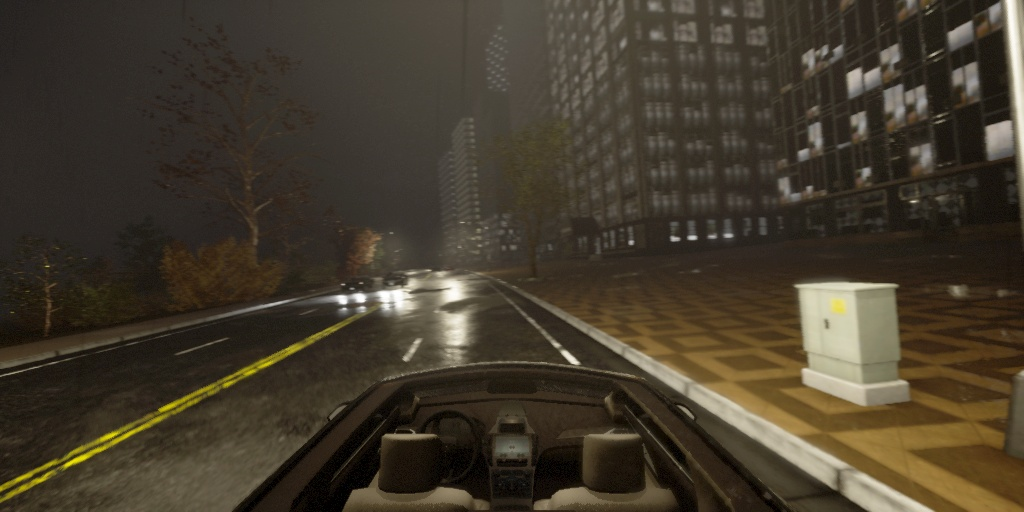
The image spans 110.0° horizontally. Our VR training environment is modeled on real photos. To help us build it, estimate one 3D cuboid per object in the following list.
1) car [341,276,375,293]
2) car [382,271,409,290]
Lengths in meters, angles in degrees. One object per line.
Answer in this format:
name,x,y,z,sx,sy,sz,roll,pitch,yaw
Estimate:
car,-13.870,2.475,32.458,1.895,1.301,4.718,-4,0,-9
car,-10.679,2.157,33.001,2.128,1.511,4.902,-4,0,-9
